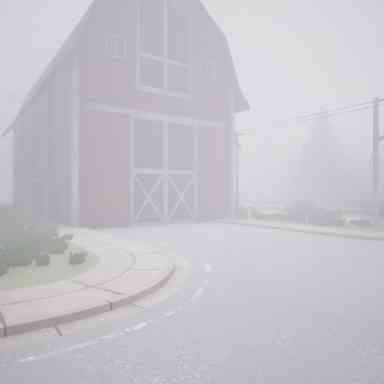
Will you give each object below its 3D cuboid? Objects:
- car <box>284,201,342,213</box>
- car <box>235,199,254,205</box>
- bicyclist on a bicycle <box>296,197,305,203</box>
[{"bbox_3d":[10.964,1.574,30.625,2.033,1.411,5.357,0,0,-35],"label":"car"},{"bbox_3d":[5.415,1.552,38.675,1.812,1.442,4.674,0,0,-34],"label":"car"},{"bbox_3d":[13.285,1.322,40.249,1.656,1.620,0.582,46,-25,-24],"label":"bicyclist on a bicycle"}]
